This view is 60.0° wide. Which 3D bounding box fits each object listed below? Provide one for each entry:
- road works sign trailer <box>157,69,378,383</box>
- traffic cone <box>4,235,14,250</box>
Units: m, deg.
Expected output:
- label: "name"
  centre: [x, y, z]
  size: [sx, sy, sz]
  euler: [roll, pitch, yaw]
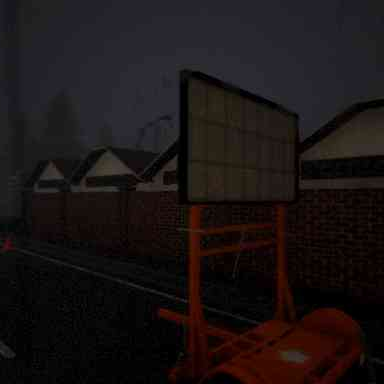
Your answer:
- label: "road works sign trailer"
  centre: [0.540, 0.548, 4.214]
  size: [2.880, 3.560, 2.380]
  euler: [-1, -1, 44]
- label: "traffic cone"
  centre: [-7.850, 2.152, 14.241]
  size: [0.340, 0.580, 0.340]
  euler: [-1, -1, 44]
